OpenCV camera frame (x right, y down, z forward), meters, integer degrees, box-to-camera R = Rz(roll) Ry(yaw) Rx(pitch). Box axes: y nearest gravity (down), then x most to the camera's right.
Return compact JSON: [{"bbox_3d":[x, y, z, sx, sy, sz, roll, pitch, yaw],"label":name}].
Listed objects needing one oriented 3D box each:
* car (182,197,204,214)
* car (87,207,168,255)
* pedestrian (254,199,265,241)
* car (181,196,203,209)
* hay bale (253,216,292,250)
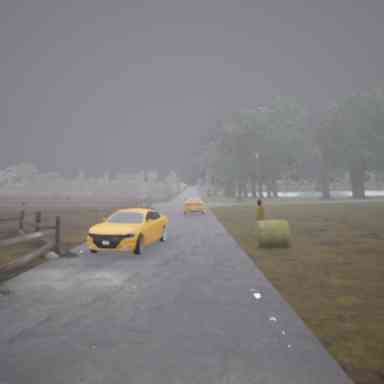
[{"bbox_3d":[0.198,1.319,32.473,1.882,1.535,5.008,0,0,0],"label":"car"},{"bbox_3d":[-2.379,1.419,13.451,1.882,1.535,5.008,0,0,11],"label":"car"},{"bbox_3d":[2.879,1.194,14.340,0.375,1.860,0.375,1,-1,-5],"label":"pedestrian"},{"bbox_3d":[-0.090,1.304,43.293,2.033,1.411,5.357,0,1,-9],"label":"car"},{"bbox_3d":[3.164,1.596,13.219,1.220,1.180,1.240,-1,-1,0],"label":"hay bale"}]
